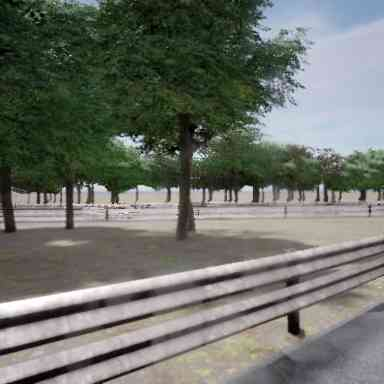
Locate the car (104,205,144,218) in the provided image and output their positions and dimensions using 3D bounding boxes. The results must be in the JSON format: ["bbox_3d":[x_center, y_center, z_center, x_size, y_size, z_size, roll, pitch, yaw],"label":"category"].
[{"bbox_3d":[-8.618,2.435,42.515,5.008,1.535,1.882,0,0,-4],"label":"car"}]
